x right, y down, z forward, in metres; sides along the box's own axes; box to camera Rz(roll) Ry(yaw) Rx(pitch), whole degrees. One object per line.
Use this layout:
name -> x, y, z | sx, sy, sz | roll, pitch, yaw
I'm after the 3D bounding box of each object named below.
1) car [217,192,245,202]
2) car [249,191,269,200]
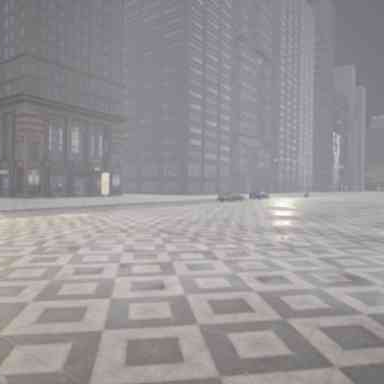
car -> 5.556, 0.693, 47.124 | 2.033, 1.411, 5.357 | 1, 1, 36
car -> 11.175, 0.534, 55.097 | 1.882, 1.535, 5.008 | 1, 1, 35
